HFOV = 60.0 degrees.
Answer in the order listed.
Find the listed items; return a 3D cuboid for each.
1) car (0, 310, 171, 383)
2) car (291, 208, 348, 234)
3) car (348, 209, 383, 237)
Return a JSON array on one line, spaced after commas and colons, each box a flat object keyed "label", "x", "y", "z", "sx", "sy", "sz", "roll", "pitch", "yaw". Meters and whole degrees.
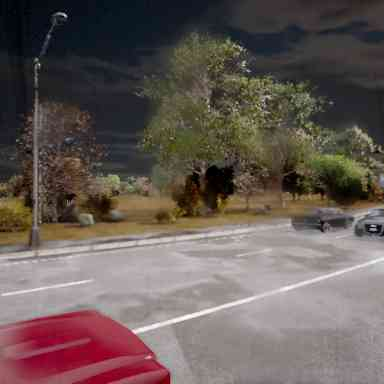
[{"label": "car", "x": -2.421, "y": 1.610, "z": 2.102, "sx": 4.718, "sy": 1.301, "sz": 1.895, "roll": 0, "pitch": 0, "yaw": -35}, {"label": "car", "x": 7.828, "y": 1.628, "z": 19.766, "sx": 4.718, "sy": 1.301, "sz": 1.895, "roll": 0, "pitch": 0, "yaw": -43}, {"label": "car", "x": 9.985, "y": 1.586, "z": 17.030, "sx": 4.181, "sy": 1.385, "sz": 1.994, "roll": 0, "pitch": 0, "yaw": -43}]
